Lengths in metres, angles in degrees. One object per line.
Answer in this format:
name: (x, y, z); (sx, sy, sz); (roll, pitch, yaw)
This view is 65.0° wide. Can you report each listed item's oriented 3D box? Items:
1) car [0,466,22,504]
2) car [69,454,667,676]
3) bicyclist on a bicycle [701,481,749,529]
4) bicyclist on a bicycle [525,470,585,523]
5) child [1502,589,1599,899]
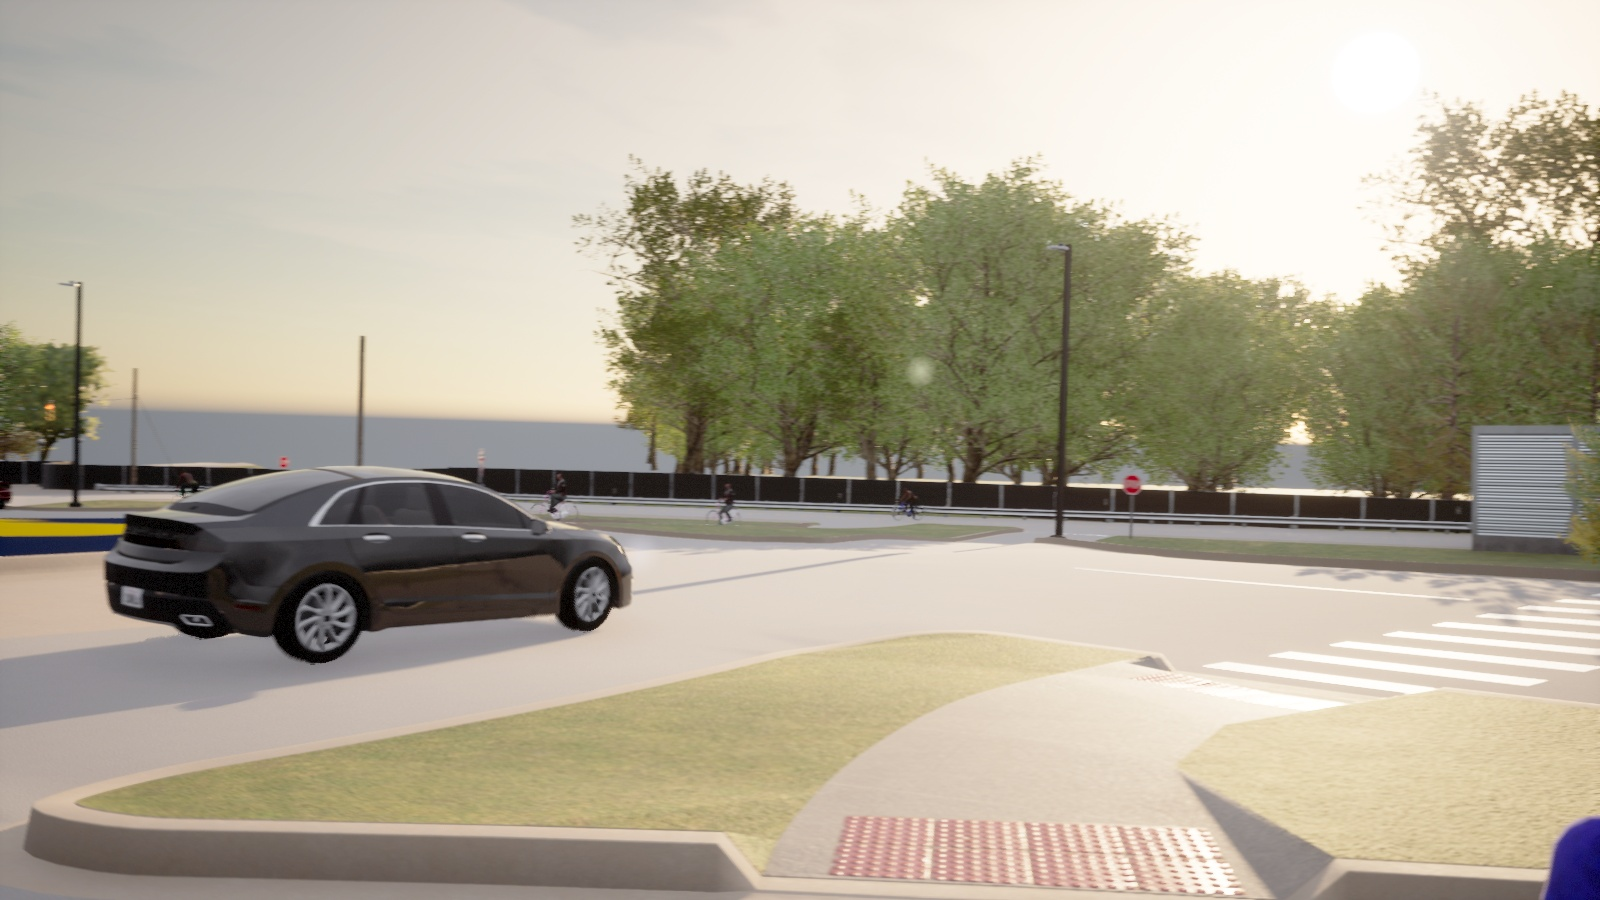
car: (-33.998, 1.388, 50.890); (5.008, 1.535, 1.882); (0, -2, 28)
car: (-3.576, 0.909, 11.394); (1.837, 1.490, 4.892); (3, 0, 36)
bicyclist on a bicycle: (-2.890, 2.140, 48.526); (0.659, 1.776, 1.843); (0, -4, 41)
bicyclist on a bicycle: (-8.486, 1.623, 43.535); (1.843, 1.776, 0.659); (3, -2, -36)
child: (1.254, 0.865, 1.818); (0.270, 1.263, 0.437); (2, 1, 5)
